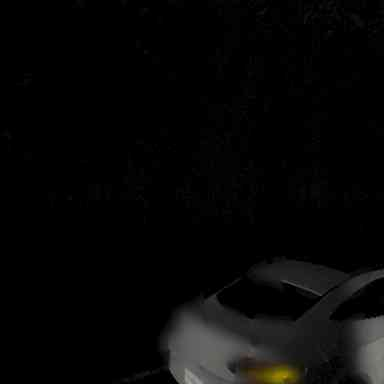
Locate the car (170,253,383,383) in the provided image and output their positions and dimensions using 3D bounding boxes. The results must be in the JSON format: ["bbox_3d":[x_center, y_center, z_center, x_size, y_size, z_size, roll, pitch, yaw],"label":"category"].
[{"bbox_3d":[1.952,1.556,4.270,4.674,1.442,1.812,0,0,-33],"label":"car"}]
